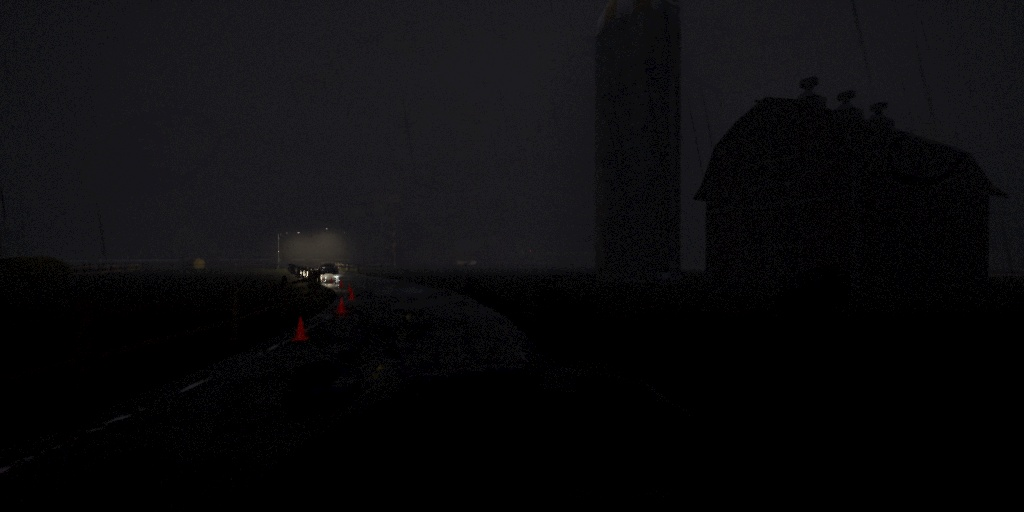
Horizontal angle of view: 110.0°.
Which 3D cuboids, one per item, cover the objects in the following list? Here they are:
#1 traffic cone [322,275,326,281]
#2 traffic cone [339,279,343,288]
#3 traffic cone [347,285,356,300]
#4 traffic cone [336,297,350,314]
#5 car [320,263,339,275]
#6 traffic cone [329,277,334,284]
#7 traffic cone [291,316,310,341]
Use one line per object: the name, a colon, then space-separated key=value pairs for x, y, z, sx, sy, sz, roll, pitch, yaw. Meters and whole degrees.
traffic cone: x=-18.222 y=2.100 z=34.733 sx=0.340 sy=0.580 sz=0.340 roll=0 pitch=0 yaw=-34
traffic cone: x=-12.604 y=2.023 z=26.466 sx=0.340 sy=0.580 sz=0.340 roll=0 pitch=0 yaw=-34
traffic cone: x=-8.094 y=1.927 z=18.115 sx=0.340 sy=0.580 sz=0.340 roll=0 pitch=0 yaw=-23
traffic cone: x=-6.484 y=1.872 z=13.645 sx=0.340 sy=0.580 sz=0.340 roll=0 pitch=0 yaw=-17
car: x=-23.887 y=1.733 z=46.746 sx=1.837 sy=1.490 sz=4.892 roll=0 pitch=0 yaw=-34
traffic cone: x=-15.411 y=2.063 z=30.597 sx=0.340 sy=0.580 sz=0.340 roll=0 pitch=0 yaw=-34
traffic cone: x=-5.329 y=1.813 z=9.036 sx=0.340 sy=0.580 sz=0.340 roll=0 pitch=0 yaw=-11
